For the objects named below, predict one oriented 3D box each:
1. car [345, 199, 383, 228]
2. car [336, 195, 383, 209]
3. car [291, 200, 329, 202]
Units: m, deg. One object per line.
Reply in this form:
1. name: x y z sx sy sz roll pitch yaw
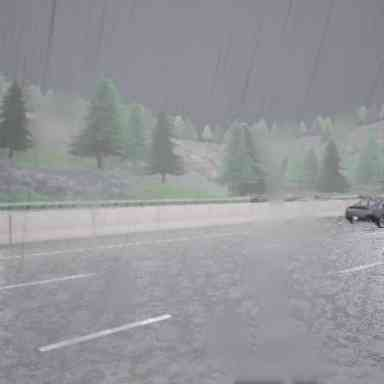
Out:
1. car: 10.891 1.163 19.065 4.902 1.511 2.128 -1 1 -30
2. car: 17.424 1.010 34.531 4.718 1.301 1.895 -1 1 -26
3. car: 13.634 0.981 36.560 4.718 1.301 1.895 -1 1 -27
